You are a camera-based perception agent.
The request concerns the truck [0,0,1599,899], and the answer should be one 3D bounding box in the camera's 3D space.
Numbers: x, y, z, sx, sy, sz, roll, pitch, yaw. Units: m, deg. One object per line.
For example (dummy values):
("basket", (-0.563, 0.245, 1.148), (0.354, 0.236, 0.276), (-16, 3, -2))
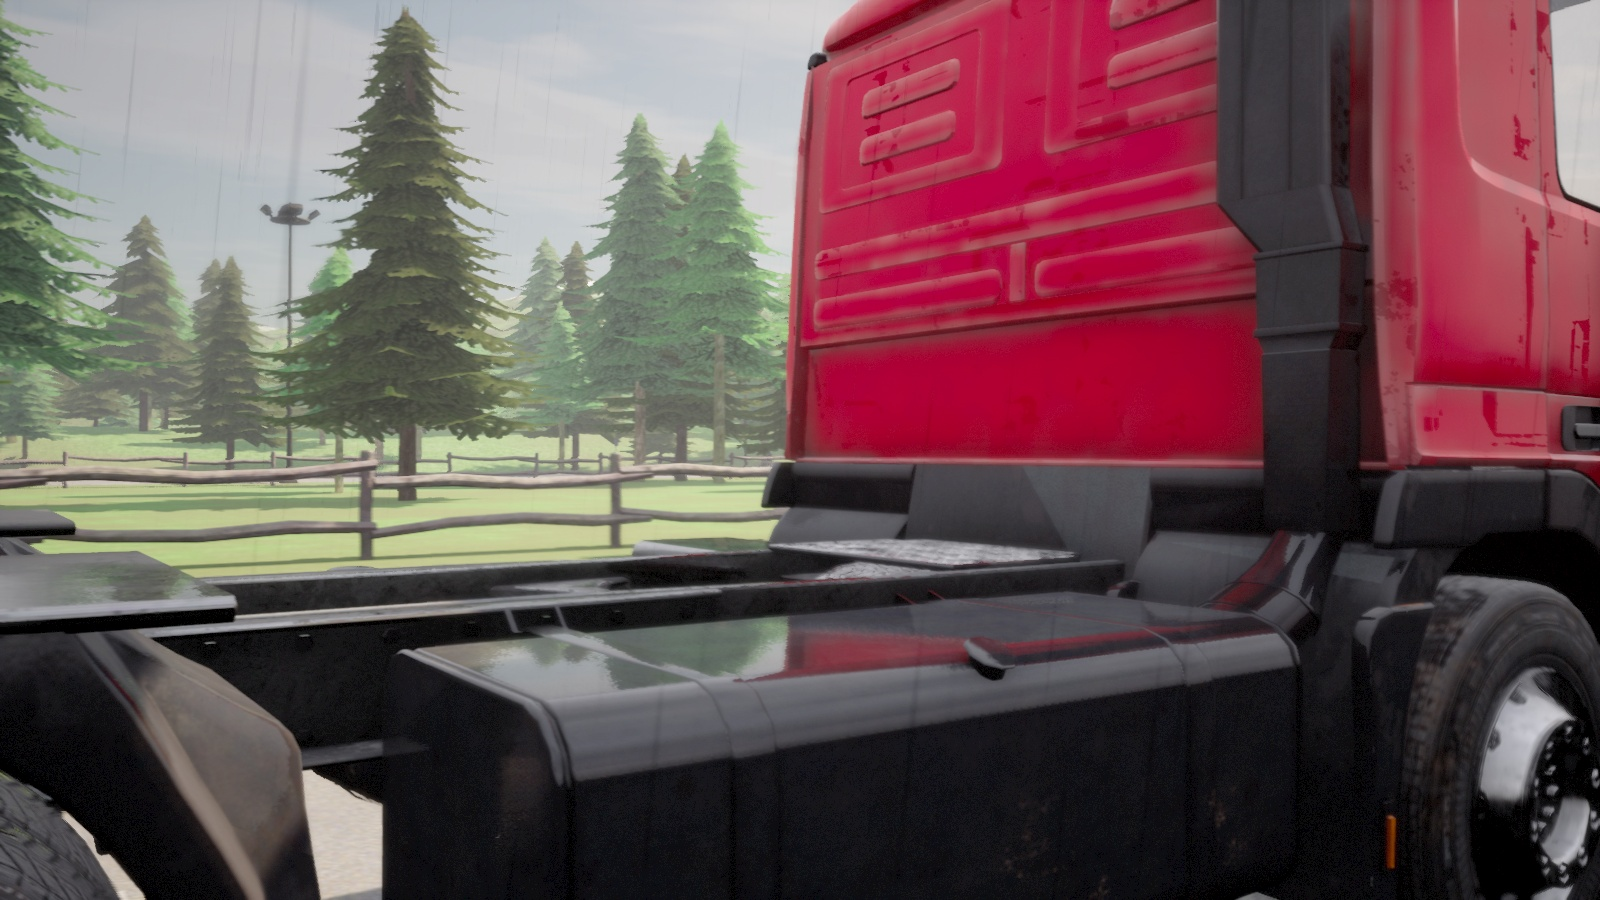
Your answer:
("truck", (-0.702, -0.227, 3.173), (7.936, 3.462, 2.891), (0, 0, -35))
